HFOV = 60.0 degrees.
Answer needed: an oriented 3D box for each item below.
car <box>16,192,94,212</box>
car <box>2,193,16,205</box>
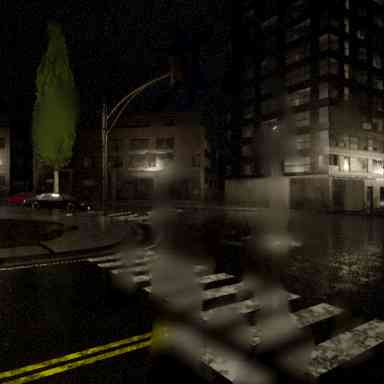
[{"bbox_3d":[-10.581,0.786,26.271,5.357,1.411,2.033,1,0,11],"label":"car"},{"bbox_3d":[-17.391,0.631,34.470,4.181,1.385,1.994,1,0,11],"label":"car"}]
